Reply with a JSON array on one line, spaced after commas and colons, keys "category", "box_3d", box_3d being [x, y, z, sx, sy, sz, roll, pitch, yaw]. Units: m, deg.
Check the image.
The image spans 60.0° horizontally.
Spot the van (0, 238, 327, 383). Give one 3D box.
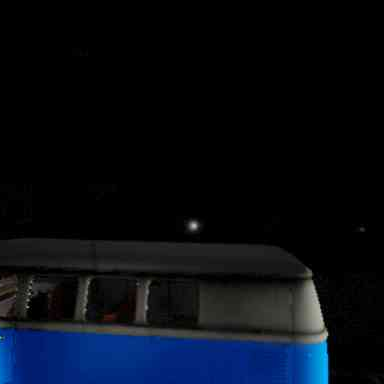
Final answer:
[{"category": "van", "box_3d": [-0.700, 1.421, 3.475, 3.998, 1.788, 1.690, 1, -1, 5]}]
